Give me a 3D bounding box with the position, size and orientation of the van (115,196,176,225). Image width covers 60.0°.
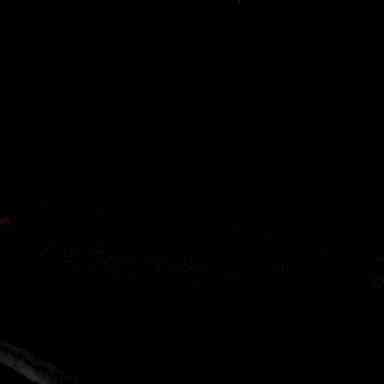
[{"bbox_3d":[-3.146,1.298,24.347,1.878,1.987,4.442,0,-1,35],"label":"van"}]

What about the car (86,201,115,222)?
[{"bbox_3d":[-5.272,1.532,26.183,1.946,1.575,5.366,0,-1,35],"label":"car"}]

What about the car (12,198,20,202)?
[{"bbox_3d":[-14.574,1.640,32.369,2.231,1.521,4.892,-1,-1,34],"label":"car"}]

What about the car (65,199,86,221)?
[{"bbox_3d":[-7.461,1.546,27.697,1.946,1.575,5.366,-1,-1,35],"label":"car"}]

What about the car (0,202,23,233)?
[{"bbox_3d":[-10.698,1.422,14.569,1.946,1.575,5.366,0,-1,35],"label":"car"}]

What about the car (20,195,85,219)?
[{"bbox_3d":[-12.285,1.347,30.777,2.435,2.045,5.566,-1,-1,34],"label":"car"}]
